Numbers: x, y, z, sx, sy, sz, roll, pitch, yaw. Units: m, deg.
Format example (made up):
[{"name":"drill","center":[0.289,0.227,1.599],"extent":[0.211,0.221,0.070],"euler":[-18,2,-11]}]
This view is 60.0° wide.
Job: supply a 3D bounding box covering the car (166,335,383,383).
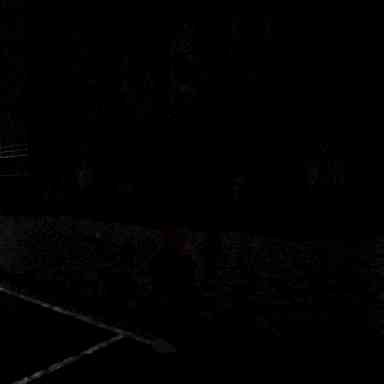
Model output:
[{"name":"car","center":[1.638,1.568,1.793],"extent":[4.313,1.339,1.947],"euler":[0,0,36]}]
